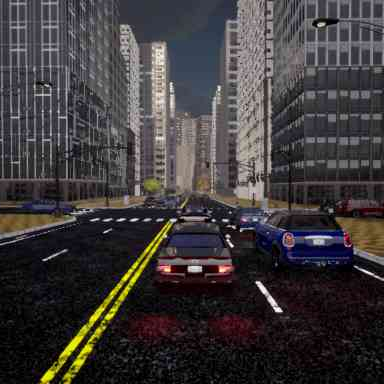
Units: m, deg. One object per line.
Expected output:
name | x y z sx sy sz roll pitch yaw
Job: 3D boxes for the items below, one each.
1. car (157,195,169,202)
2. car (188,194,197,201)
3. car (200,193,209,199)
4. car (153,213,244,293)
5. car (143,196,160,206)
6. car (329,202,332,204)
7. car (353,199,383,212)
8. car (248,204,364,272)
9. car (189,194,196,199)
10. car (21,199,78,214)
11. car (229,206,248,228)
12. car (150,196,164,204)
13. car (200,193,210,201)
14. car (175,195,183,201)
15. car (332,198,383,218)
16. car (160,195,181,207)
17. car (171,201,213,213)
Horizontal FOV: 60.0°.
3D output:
car | -6.367 1.475 73.043 2.033 1.411 5.357 0 0 0
car | 0.150 1.414 81.823 1.837 1.490 4.892 0 0 0
car | 3.419 1.093 92.203 2.097 1.767 4.553 0 0 0
car | 0.110 1.543 8.974 2.033 1.411 5.357 0 0 1
car | -6.498 1.466 52.493 1.837 1.490 4.892 0 0 0
car | 16.482 1.614 36.811 4.892 1.490 1.837 0 1 -1
car | 21.881 1.640 39.279 4.829 1.417 1.752 1 0 1
car | 3.369 1.347 10.944 2.097 1.767 4.553 0 0 0
car | 0.169 1.278 92.240 2.033 1.411 5.357 0 0 0
car | -14.490 1.438 33.829 5.357 1.411 2.033 1 1 6
car | 3.388 1.536 20.329 2.033 1.411 5.357 0 0 0
car | -6.446 1.497 62.373 2.033 1.411 5.357 0 0 0
car | 3.401 1.392 81.814 1.882 1.535 5.008 0 0 0
car | -3.105 1.426 79.627 1.837 1.490 4.892 0 0 0
car | 16.258 1.517 31.003 5.009 1.841 2.192 1 0 1
car | -3.229 1.315 50.653 2.097 1.767 4.553 0 0 -1
car | 0.135 1.481 18.719 2.128 1.511 4.902 0 0 0
